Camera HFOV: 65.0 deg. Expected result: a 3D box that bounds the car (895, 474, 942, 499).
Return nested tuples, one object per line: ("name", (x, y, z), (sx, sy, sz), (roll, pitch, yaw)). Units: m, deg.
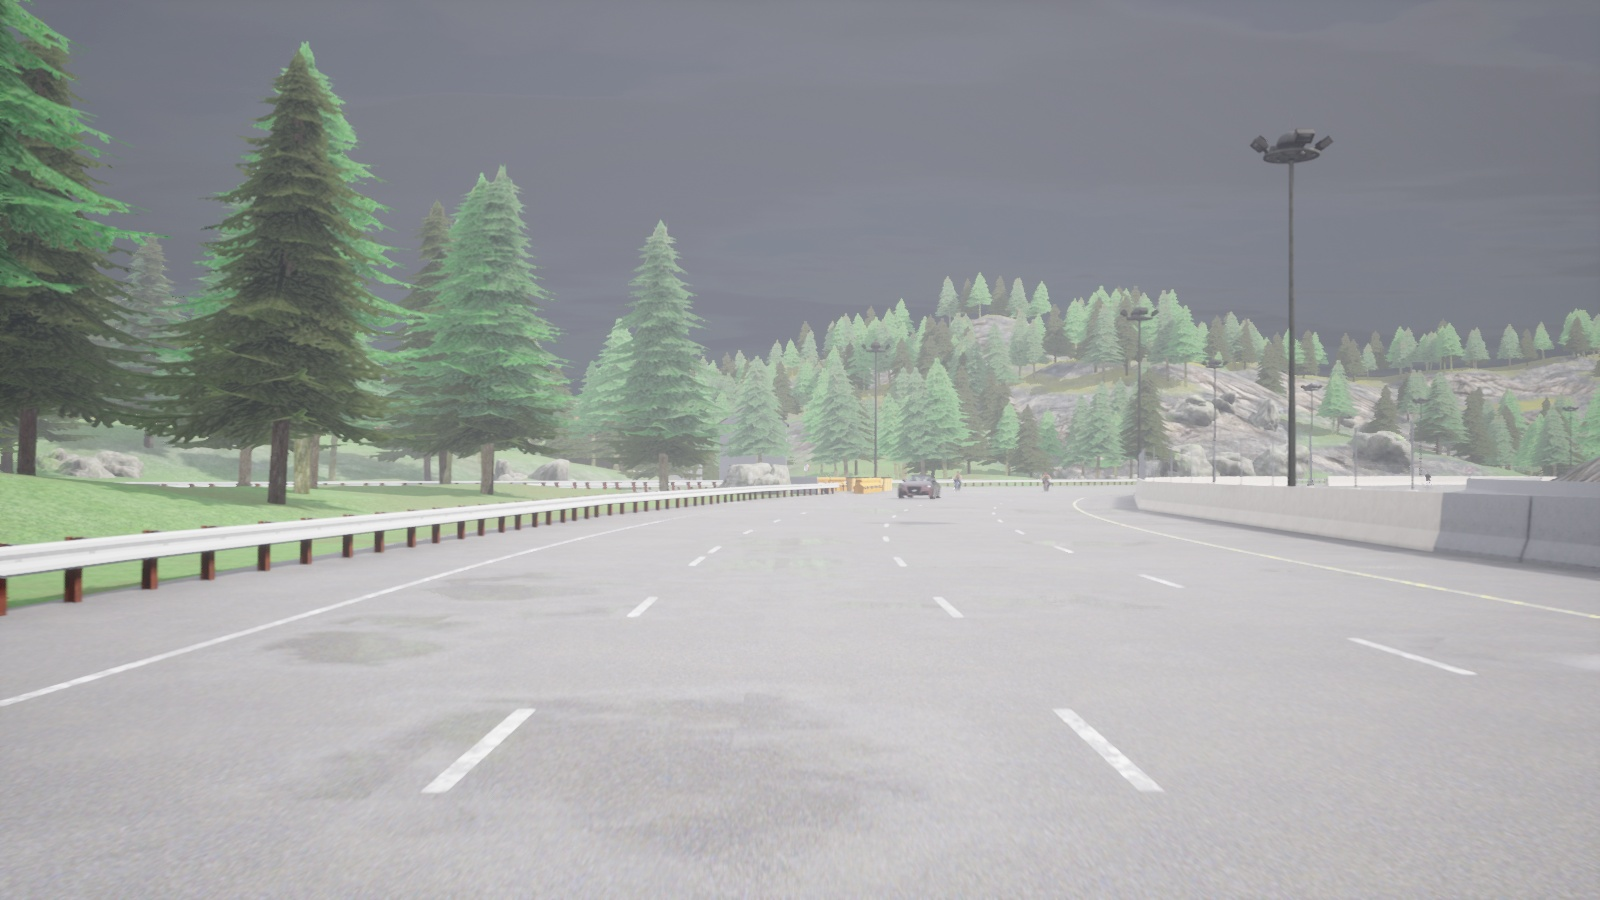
("car", (6.767, 2.044, 71.192), (1.994, 1.385, 4.181), (-1, -1, 15))
